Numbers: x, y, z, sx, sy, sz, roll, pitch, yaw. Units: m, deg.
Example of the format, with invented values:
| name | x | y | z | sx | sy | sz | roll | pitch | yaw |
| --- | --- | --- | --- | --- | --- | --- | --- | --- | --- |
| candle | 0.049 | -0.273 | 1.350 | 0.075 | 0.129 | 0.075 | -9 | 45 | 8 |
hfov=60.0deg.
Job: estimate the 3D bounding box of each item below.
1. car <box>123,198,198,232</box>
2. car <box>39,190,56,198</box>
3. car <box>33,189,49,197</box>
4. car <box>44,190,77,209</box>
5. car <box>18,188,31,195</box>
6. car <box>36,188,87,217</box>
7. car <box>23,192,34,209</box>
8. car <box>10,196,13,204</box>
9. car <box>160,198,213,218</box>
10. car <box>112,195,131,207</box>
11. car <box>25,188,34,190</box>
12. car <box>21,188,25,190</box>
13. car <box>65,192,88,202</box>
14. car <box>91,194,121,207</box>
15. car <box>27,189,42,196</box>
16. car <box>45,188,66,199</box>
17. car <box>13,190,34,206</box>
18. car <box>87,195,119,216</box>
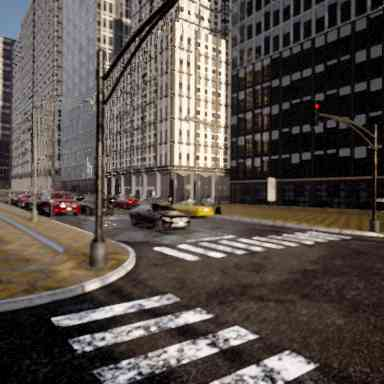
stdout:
| name | x | y | z | sx | sy | sz | roll | pitch | yaw |
| --- | --- | --- | --- | --- | --- | --- | --- | --- | --- |
| car | -1.937 | 1.323 | 18.983 | 1.812 | 1.442 | 4.674 | 1 | 1 | -37 |
| car | -27.255 | 0.319 | 62.608 | 1.752 | 1.417 | 4.829 | 2 | 0 | -37 |
| car | -30.515 | 0.230 | 66.975 | 2.008 | 1.369 | 4.403 | 2 | 0 | -37 |
| car | -13.943 | 0.725 | 35.089 | 2.097 | 1.767 | 4.553 | 1 | 1 | -37 |
| car | -40.595 | -0.233 | 80.485 | 1.967 | 1.590 | 4.097 | 2 | 0 | -37 |
| car | -10.328 | 0.864 | 25.927 | 2.192 | 1.841 | 5.009 | 2 | 0 | -37 |
| car | -13.697 | 0.995 | 30.430 | 1.947 | 1.339 | 4.313 | 2 | 0 | -37 |
| car | -20.419 | 0.774 | 39.436 | 1.802 | 1.307 | 4.206 | 2 | 0 | -37 |
| car | -0.298 | 1.269 | 26.636 | 1.752 | 1.417 | 4.829 | 2 | 0 | -37 |
| car | -6.988 | 1.091 | 35.451 | 1.802 | 1.307 | 4.206 | 2 | 0 | -37 |
| car | -27.388 | 0.386 | 58.408 | 2.033 | 1.411 | 5.357 | 1 | 1 | -35 |
| car | -37.234 | -0.116 | 75.982 | 1.967 | 1.590 | 4.097 | 2 | 0 | -37 |
| car | -17.071 | 0.718 | 48.961 | 1.947 | 1.339 | 4.313 | 2 | 0 | -37 |
| car | -10.350 | 0.956 | 39.954 | 1.947 | 1.339 | 4.313 | 2 | 0 | -37 |
| car | -33.876 | 0.107 | 71.478 | 1.887 | 1.381 | 4.507 | 2 | 0 | -37 |
| car | -23.785 | 0.231 | 57.967 | 2.192 | 1.841 | 5.009 | 2 | 0 | -37 |
| car | -17.057 | 0.855 | 34.933 | 1.887 | 1.381 | 4.507 | 2 | 0 | -37 |
| car | -7.934 | 1.149 | 27.017 | 1.994 | 1.385 | 4.181 | 1 | 1 | -37 |
